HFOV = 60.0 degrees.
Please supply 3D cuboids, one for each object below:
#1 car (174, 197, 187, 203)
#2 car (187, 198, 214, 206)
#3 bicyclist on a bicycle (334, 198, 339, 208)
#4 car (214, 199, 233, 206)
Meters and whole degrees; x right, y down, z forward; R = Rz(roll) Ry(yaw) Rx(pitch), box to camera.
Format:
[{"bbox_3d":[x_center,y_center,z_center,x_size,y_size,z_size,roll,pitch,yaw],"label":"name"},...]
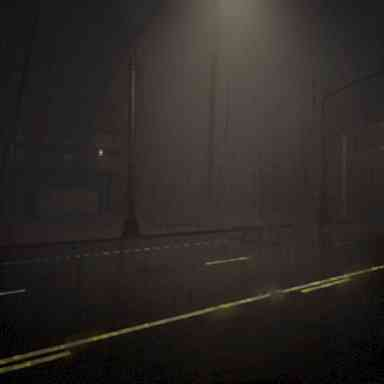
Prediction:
[{"bbox_3d":[-2.403,1.878,77.731,1.812,1.442,4.674,1,0,-36],"label":"car"},{"bbox_3d":[1.669,1.902,65.998,1.812,1.442,4.674,1,0,-35],"label":"car"},{"bbox_3d":[23.566,1.785,54.209,1.656,1.620,0.582,1,0,-36],"label":"bicyclist on a bicycle"},{"bbox_3d":[6.120,1.975,65.857,1.994,1.385,4.181,1,0,-35],"label":"car"}]
